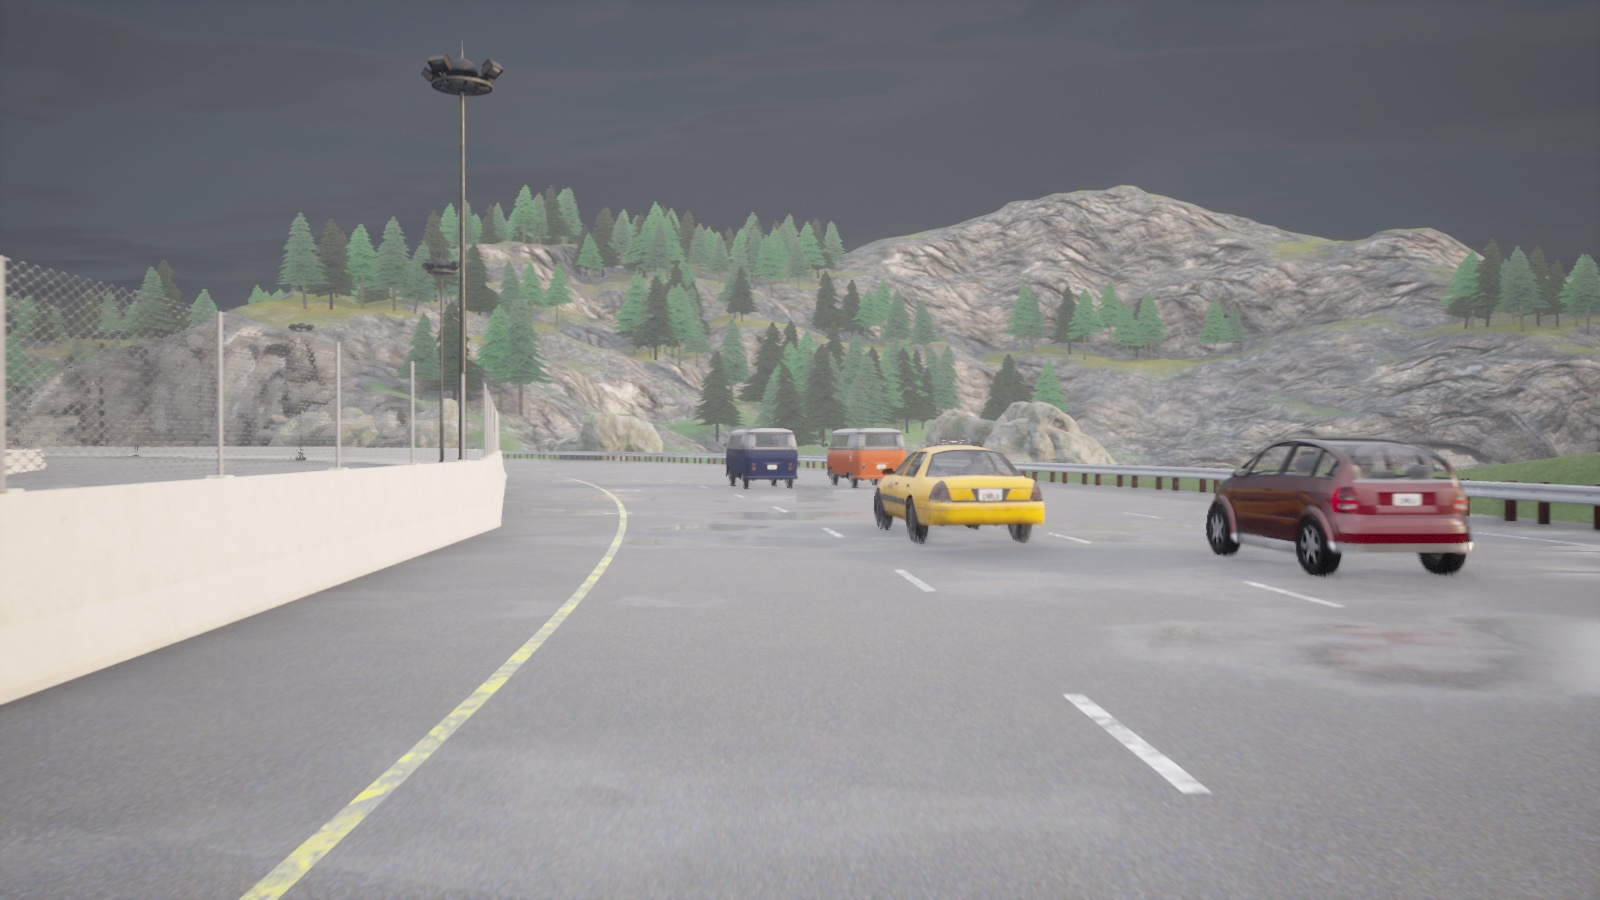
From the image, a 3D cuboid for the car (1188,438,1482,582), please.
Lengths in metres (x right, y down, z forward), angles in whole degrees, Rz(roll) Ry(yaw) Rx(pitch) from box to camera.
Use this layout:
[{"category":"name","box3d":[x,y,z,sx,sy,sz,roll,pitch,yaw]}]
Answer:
[{"category":"car","box3d":[6.362,0.640,15.413,1.789,1.549,3.705,0,0,-5]}]

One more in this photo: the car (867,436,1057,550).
[{"category":"car","box3d":[2.395,0.573,20.066,1.801,1.575,5.366,0,0,-6]}]

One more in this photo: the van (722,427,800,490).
[{"category":"van","box3d":[-1.383,0.261,42.106,1.775,1.987,4.442,0,0,-13]}]

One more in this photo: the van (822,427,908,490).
[{"category":"van","box3d":[2.130,0.261,42.454,1.775,1.987,4.442,0,0,-13]}]
